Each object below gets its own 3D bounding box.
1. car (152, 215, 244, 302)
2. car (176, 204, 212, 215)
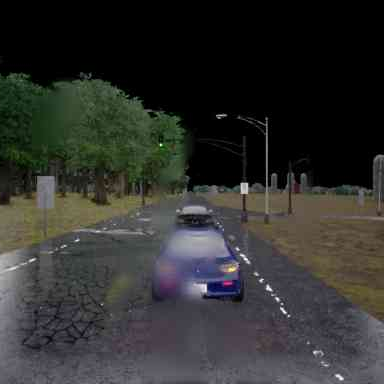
[{"bbox_3d":[0.119,1.516,8.124,1.812,1.442,4.674,0,0,0],"label":"car"},{"bbox_3d":[0.135,1.424,18.755,1.882,1.535,5.008,0,1,0],"label":"car"}]
